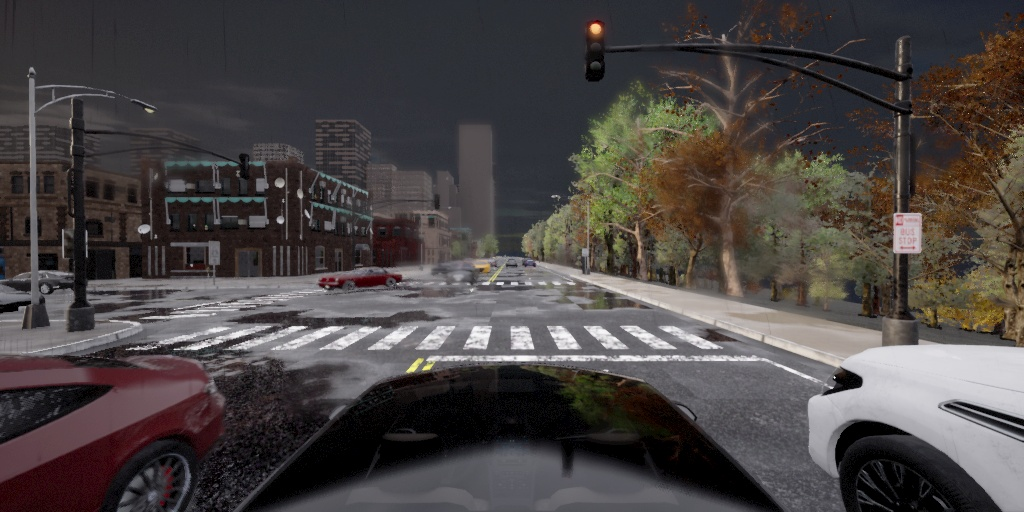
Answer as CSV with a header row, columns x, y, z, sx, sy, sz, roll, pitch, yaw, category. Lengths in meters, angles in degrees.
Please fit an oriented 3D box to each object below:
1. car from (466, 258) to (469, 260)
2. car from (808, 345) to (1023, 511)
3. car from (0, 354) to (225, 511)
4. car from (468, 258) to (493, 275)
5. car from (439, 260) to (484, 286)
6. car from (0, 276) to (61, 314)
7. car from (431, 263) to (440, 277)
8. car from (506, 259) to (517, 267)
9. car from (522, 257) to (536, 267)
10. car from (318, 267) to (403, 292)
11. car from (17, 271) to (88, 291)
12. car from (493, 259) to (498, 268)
x,y,z,sx,sy,sz,roll,pitch,yaw,category
-6.697,1.082,56.137,2.097,1.767,4.553,0,0,0,car
3.356,0.972,0.343,2.150,2.045,5.566,0,0,0,car
-3.349,1.276,1.186,1.812,1.442,4.674,0,0,0,car
-3.431,1.215,39.639,1.882,1.535,5.008,0,1,0,car
-3.398,1.235,25.225,2.128,1.511,4.902,0,0,0,car
-19.970,1.564,13.099,4.313,1.339,1.948,0,0,0,car
-6.671,1.340,35.444,1.895,1.301,4.718,0,0,0,car
-0.039,1.290,64.077,1.994,1.385,4.181,0,0,0,car
3.219,1.252,64.046,1.812,1.442,4.674,0,0,0,car
-8.938,1.356,21.485,1.895,1.301,4.718,-1,0,31,car
-28.321,1.559,21.594,4.403,1.370,2.007,0,0,0,car
-3.444,1.254,58.498,1.812,1.442,4.674,0,0,0,car
